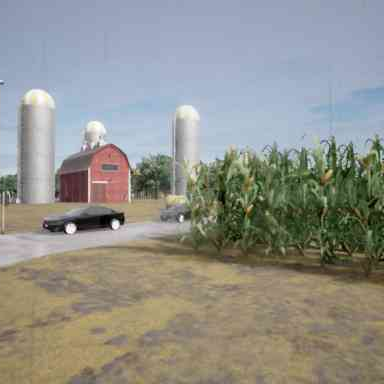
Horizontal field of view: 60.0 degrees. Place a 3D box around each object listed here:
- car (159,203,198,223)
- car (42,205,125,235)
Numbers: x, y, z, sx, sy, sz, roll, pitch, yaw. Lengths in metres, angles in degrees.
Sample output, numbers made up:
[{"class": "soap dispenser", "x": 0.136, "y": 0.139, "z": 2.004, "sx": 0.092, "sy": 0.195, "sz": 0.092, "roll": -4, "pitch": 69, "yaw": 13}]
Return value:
[{"class": "car", "x": -0.668, "y": 1.672, "z": 27.421, "sx": 1.837, "sy": 1.490, "sz": 4.892, "roll": 1, "pitch": 0, "yaw": 36}, {"class": "car", "x": -6.263, "y": 1.555, "z": 19.742, "sx": 1.882, "sy": 1.535, "sz": 5.008, "roll": 1, "pitch": 0, "yaw": 37}]
